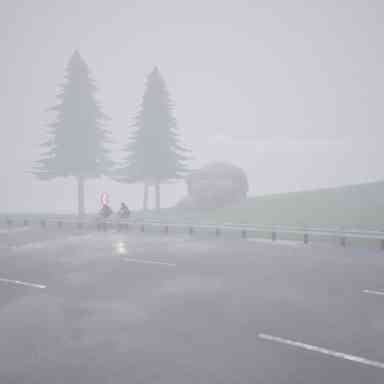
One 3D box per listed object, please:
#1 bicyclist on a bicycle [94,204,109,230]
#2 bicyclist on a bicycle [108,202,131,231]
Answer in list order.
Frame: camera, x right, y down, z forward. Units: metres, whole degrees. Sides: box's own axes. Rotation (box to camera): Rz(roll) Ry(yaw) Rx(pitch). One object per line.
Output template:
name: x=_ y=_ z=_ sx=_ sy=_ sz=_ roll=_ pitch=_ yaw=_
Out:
bicyclist on a bicycle: x=-5.128 y=1.421 z=19.696 sx=0.582 sy=1.620 sz=1.656 roll=0 pitch=-3 yaw=36
bicyclist on a bicycle: x=-3.948 y=1.435 z=19.306 sx=0.582 sy=1.620 sz=1.656 roll=0 pitch=-5 yaw=23
